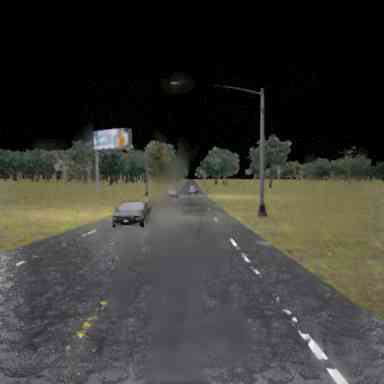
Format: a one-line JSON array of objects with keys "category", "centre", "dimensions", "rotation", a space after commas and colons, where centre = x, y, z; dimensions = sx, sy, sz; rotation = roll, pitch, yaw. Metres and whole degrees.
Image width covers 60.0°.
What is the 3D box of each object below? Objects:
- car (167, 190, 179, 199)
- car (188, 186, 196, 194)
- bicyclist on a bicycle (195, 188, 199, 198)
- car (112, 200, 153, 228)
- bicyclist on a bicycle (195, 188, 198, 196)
[{"category": "car", "centre": [-3.528, 0.365, 61.632], "dimensions": [1.882, 1.535, 5.008], "rotation": [0, 1, 1]}, {"category": "car", "centre": [0.005, -0.252, 82.121], "dimensions": [1.994, 1.385, 4.181], "rotation": [0, 2, 0]}, {"category": "bicyclist on a bicycle", "centre": [0.963, 0.251, 61.961], "dimensions": [0.659, 1.776, 1.843], "rotation": [0, 2, 0]}, {"category": "car", "centre": [-3.597, 1.279, 20.625], "dimensions": [1.882, 1.535, 5.008], "rotation": [0, 1, 0]}, {"category": "bicyclist on a bicycle", "centre": [0.964, -0.016, 70.947], "dimensions": [0.659, 1.776, 1.843], "rotation": [0, 2, 0]}]
